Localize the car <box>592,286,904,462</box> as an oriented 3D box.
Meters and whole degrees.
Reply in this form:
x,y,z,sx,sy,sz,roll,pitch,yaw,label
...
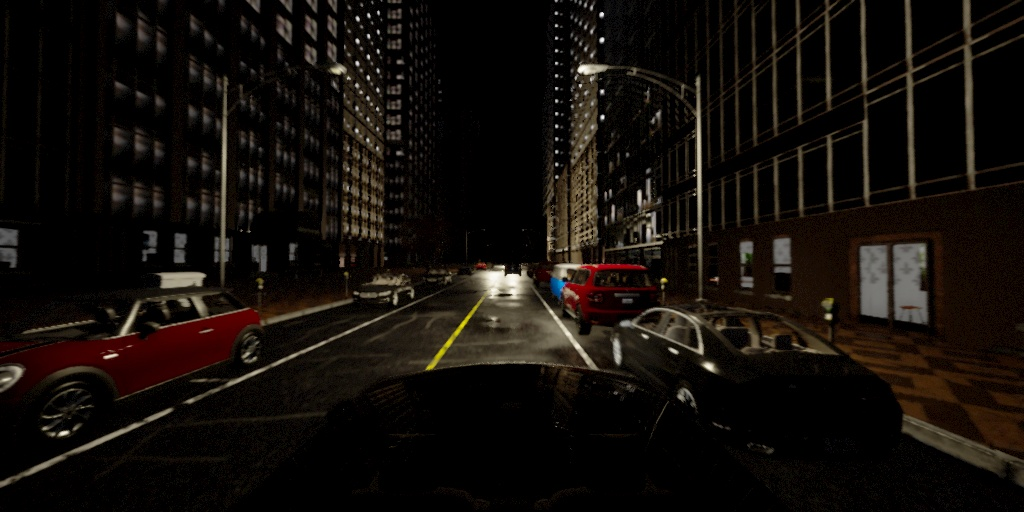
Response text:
x,y,z,sx,sy,sz,roll,pitch,yaw,label
2.691,1.338,5.114,2.007,1.370,4.403,0,0,0,car

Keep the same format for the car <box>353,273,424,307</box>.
x,y,z,sx,sy,sz,roll,pitch,yaw,label
-5.691,1.462,16.369,2.007,1.370,4.403,0,0,0,car

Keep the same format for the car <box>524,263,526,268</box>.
x,y,z,sx,sy,sz,roll,pitch,yaw,label
2.684,1.743,44.772,1.751,1.417,4.829,0,0,0,car

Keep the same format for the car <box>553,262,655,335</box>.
x,y,z,sx,sy,sz,roll,pitch,yaw,label
2.691,1.164,10.755,2.192,1.841,5.009,0,0,0,car

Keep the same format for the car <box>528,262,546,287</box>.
x,y,z,sx,sy,sz,roll,pitch,yaw,label
2.688,1.349,27.679,2.192,1.841,5.009,0,0,0,car

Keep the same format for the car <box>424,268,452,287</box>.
x,y,z,sx,sy,sz,roll,pitch,yaw,label
-5.694,1.585,27.654,2.007,1.370,4.403,0,0,0,car

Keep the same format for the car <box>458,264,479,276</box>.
x,y,z,sx,sy,sz,roll,pitch,yaw,label
-5.697,1.769,44.581,2.007,1.370,4.403,0,0,0,car

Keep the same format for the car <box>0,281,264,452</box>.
x,y,z,sx,sy,sz,roll,pitch,yaw,label
-5.689,1.227,5.084,1.967,1.591,4.097,0,0,0,car

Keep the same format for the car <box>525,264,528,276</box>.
x,y,z,sx,sy,sz,roll,pitch,yaw,label
2.685,1.739,38.961,1.802,1.307,4.207,0,0,0,car

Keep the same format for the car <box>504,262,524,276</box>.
x,y,z,sx,sy,sz,roll,pitch,yaw,label
0.091,1.564,44.091,2.097,1.767,4.553,0,-1,0,car

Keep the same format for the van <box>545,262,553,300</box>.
x,y,z,sx,sy,sz,roll,pitch,yaw,label
2.690,1.252,16.397,1.690,1.789,3.998,0,0,0,van
